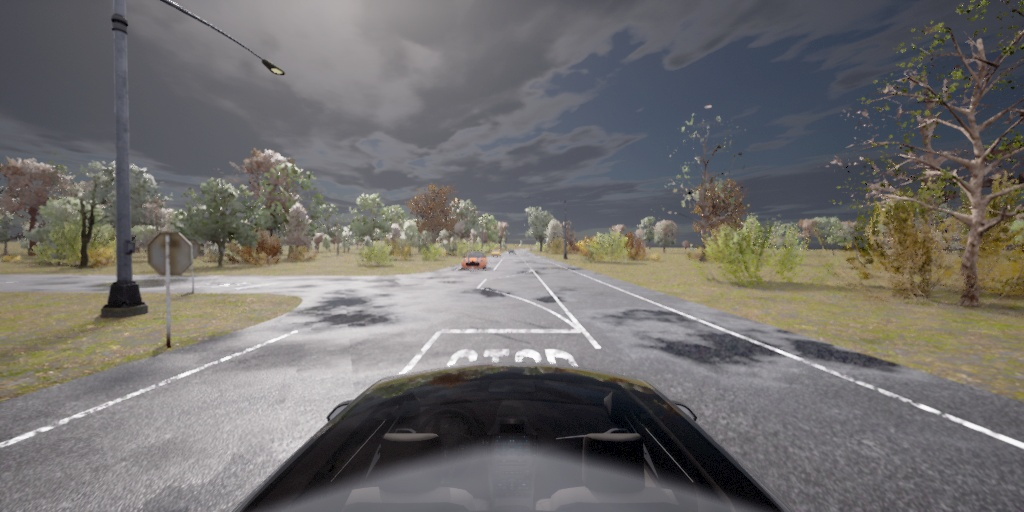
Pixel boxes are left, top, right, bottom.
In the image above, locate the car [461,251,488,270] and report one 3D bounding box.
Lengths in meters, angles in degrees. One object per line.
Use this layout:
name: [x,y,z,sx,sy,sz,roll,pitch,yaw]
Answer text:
car: [-3.404,0.368,33.301,2.097,1.767,4.553,0,1,0]
